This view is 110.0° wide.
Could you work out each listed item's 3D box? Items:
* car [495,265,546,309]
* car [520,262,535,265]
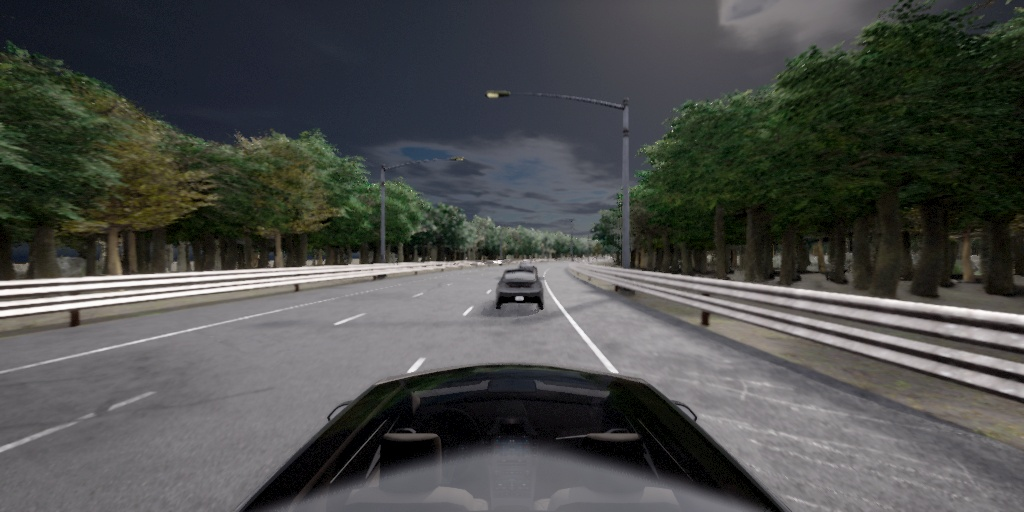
[{"bbox_3d":[0.344,1.277,15.150,1.837,1.490,4.892,0,0,2],"label":"car"},{"bbox_3d":[1.506,1.355,35.054,2.128,1.511,4.902,0,0,5],"label":"car"}]
